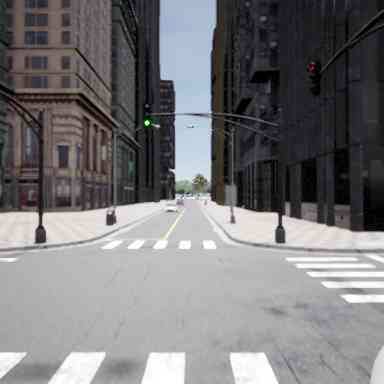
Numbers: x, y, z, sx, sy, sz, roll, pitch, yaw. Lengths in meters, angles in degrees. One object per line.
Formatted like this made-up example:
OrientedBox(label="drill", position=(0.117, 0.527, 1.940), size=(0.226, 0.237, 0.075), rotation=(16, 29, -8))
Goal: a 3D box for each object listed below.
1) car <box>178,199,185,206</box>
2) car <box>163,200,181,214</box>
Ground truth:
OrientedBox(label="car", position=(-2.762, 2.411, 79.641), size=(2.097, 1.767, 4.553), rotation=(0, -1, 0))
OrientedBox(label="car", position=(-2.855, 2.234, 45.557), size=(1.812, 1.442, 4.674), rotation=(0, 0, 0))
